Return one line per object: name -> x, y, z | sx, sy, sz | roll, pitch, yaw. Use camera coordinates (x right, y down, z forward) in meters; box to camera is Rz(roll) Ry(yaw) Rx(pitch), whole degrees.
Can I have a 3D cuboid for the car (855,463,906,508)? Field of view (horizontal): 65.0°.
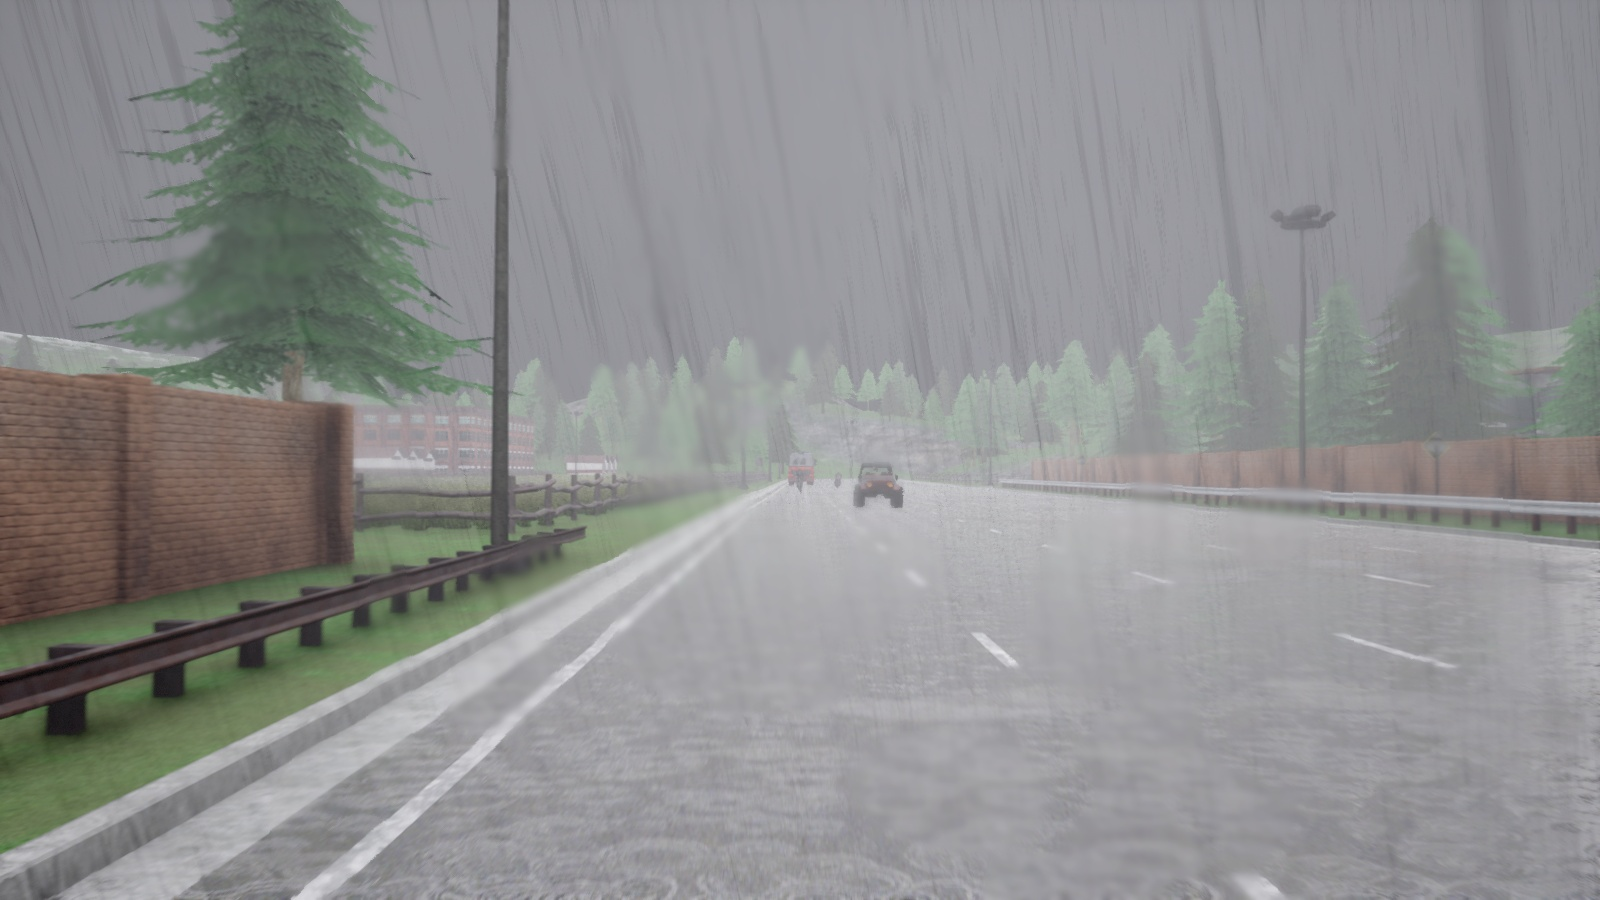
car -> 3.371, 1.491, 53.452 | 1.905, 1.878, 3.866 | 0, -1, 0
